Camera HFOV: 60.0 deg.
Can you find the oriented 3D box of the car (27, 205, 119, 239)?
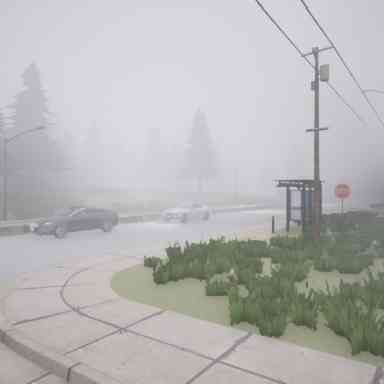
[{"bbox_3d":[-6.150,1.492,17.760,2.128,1.511,4.902,0,0,36],"label":"car"}]

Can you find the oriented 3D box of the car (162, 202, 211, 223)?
[{"bbox_3d":[-0.305,1.526,25.833,1.812,1.442,4.674,0,0,36],"label":"car"}]
